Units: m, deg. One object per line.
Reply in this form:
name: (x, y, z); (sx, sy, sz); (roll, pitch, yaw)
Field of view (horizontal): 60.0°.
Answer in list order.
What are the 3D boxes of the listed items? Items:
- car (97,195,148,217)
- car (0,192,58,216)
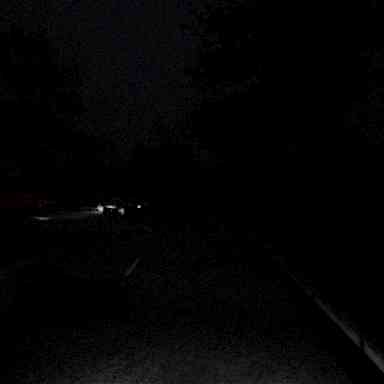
car: (-4.985, 0.924, 23.596); (4.181, 1.385, 1.994); (2, 2, 44)
car: (-11.936, 0.801, 23.387); (5.008, 1.535, 1.882); (1, 0, 13)
